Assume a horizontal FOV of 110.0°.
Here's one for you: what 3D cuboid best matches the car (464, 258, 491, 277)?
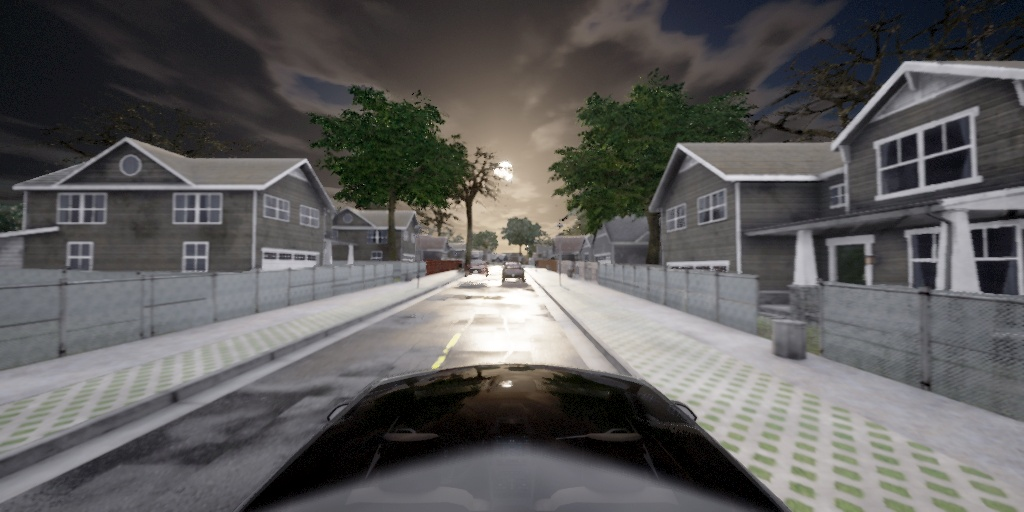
[{"bbox_3d":[-2.751,0.903,29.449,1.882,1.535,5.008,0,0,0],"label":"car"}]

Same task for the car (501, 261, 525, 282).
[{"bbox_3d":[0.099,1.304,30.020,2.128,1.511,4.902,0,0,0],"label":"car"}]
